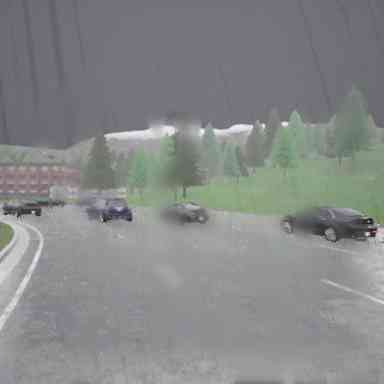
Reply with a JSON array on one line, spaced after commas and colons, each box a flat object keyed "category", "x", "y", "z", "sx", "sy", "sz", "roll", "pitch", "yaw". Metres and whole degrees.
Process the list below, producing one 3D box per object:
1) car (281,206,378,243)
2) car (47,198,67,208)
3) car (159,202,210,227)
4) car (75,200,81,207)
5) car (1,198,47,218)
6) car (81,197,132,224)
[{"category": "car", "x": 6.195, "y": 1.415, "z": 15.664, "sx": 1.837, "sy": 1.490, "sz": 4.892, "roll": 1, "pitch": 0, "yaw": -21}, {"category": "car", "x": -18.801, "y": 1.375, "z": 43.752, "sx": 4.718, "sy": 1.301, "sz": 1.895, "roll": 0, "pitch": 0, "yaw": 27}, {"category": "car", "x": -0.566, "y": 1.405, "z": 21.861, "sx": 1.812, "sy": 1.442, "sz": 4.674, "roll": 0, "pitch": 0, "yaw": -29}, {"category": "car", "x": -13.310, "y": 1.312, "z": 44.756, "sx": 5.357, "sy": 1.411, "sz": 2.033, "roll": 0, "pitch": 0, "yaw": 32}, {"category": "car", "x": -14.675, "y": 1.360, "z": 28.541, "sx": 4.892, "sy": 1.490, "sz": 1.837, "roll": 0, "pitch": -1, "yaw": 42}, {"category": "car", "x": -6.104, "y": 1.224, "z": 24.008, "sx": 2.097, "sy": 1.767, "sz": 4.553, "roll": -1, "pitch": 1, "yaw": -35}]
